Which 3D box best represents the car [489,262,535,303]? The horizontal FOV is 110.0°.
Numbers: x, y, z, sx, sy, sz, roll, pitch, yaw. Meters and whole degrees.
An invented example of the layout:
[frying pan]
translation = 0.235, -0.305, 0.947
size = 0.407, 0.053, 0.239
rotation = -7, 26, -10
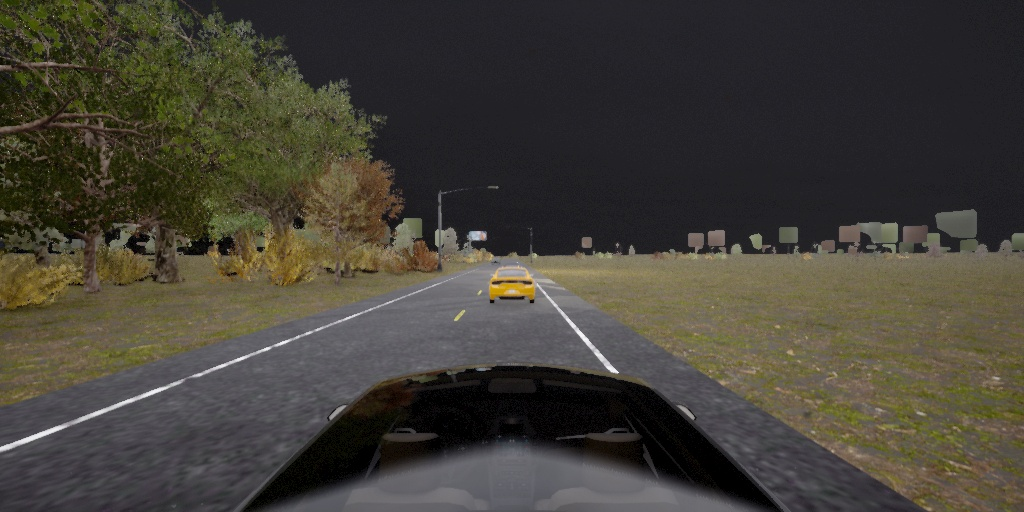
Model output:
[car]
translation = 0.000, 1.232, 16.500
size = 1.882, 1.535, 5.008
rotation = 0, 0, 0
